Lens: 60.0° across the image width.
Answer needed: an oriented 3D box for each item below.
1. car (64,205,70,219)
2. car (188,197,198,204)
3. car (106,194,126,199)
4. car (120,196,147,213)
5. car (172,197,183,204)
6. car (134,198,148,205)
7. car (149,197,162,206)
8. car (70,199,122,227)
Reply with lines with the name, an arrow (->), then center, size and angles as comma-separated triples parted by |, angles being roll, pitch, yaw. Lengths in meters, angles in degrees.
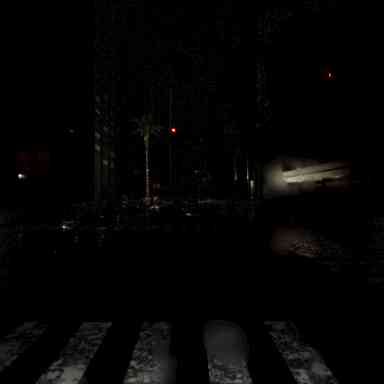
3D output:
car -> -9.802, 1.542, 29.928 | 1.882, 1.535, 5.008 | 0, 0, 0
car -> 0.210, 1.787, 69.897 | 1.994, 1.385, 4.181 | 0, 0, 0
car -> -9.780, 1.331, 43.272 | 2.150, 2.045, 5.566 | 0, 0, 0
car -> -6.540, 1.567, 38.248 | 1.882, 1.535, 5.008 | 0, 0, 0
car -> -3.040, 1.787, 69.877 | 1.994, 1.385, 4.181 | 0, 0, 0
car -> -9.658, 1.757, 62.956 | 1.994, 1.385, 4.181 | 0, 0, 1
car -> -6.450, 1.667, 59.165 | 2.128, 1.511, 4.902 | 0, 0, 1
car -> -6.566, 1.525, 23.449 | 1.882, 1.535, 5.008 | 0, 0, 0
